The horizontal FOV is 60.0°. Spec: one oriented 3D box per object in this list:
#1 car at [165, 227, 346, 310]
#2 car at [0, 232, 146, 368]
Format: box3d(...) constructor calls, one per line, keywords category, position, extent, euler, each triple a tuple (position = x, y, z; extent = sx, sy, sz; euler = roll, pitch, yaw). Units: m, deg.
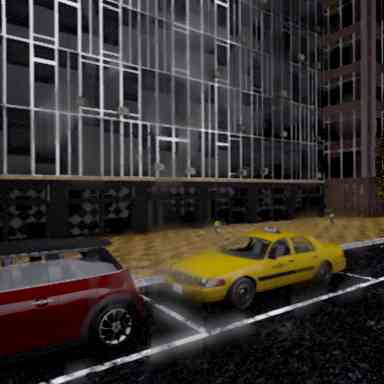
box3d(category="car", position=(1.690, 1.528, 7.773), extent=(4.829, 1.417, 1.752), euler=(0, -1, -35))
box3d(category="car", position=(-2.800, 1.440, 4.572), extent=(4.097, 1.590, 1.967), euler=(0, -1, -35))
